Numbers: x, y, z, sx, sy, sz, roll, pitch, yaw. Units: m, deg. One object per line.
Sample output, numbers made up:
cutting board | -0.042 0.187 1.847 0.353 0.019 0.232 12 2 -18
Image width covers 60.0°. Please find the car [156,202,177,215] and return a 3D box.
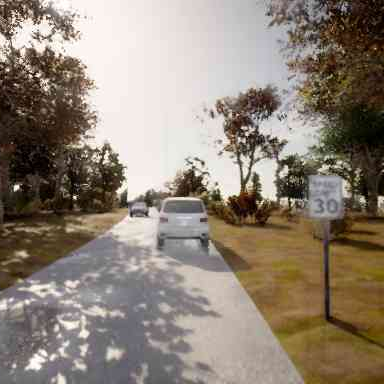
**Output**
car | -3.004 1.854 38.587 2.033 1.411 5.357 1 -1 -9

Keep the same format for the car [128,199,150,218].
car | -5.180 1.718 32.929 1.812 1.442 4.674 1 -1 -8

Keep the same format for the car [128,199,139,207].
car | -12.859 2.349 72.660 2.097 1.767 4.553 1 -2 -13

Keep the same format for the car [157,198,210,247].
car | -0.469 1.269 15.490 2.150 2.045 5.566 0 0 -4
